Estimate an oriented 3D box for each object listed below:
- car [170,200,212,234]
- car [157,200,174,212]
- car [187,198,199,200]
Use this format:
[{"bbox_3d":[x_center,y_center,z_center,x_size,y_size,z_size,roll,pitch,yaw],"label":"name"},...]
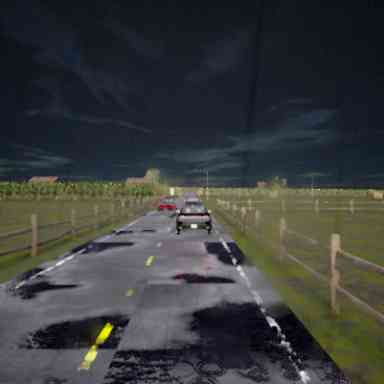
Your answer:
[{"bbox_3d":[0.101,1.448,18.677,2.128,1.511,4.902,0,0,0],"label":"car"},{"bbox_3d":[-2.750,1.511,36.563,1.895,1.301,4.718,0,0,0],"label":"car"},{"bbox_3d":[0.101,1.381,38.932,1.882,1.535,5.008,0,0,0],"label":"car"}]
